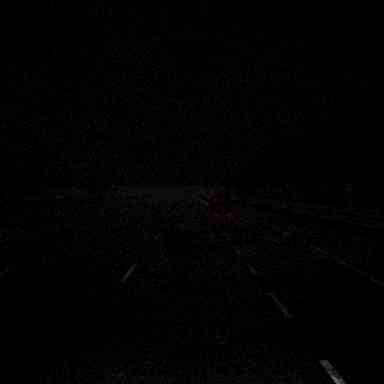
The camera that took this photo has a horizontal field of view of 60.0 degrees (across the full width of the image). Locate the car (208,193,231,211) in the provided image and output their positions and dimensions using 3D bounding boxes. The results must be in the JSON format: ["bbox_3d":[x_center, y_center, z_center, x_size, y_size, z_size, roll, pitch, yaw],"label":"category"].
[{"bbox_3d":[3.490,1.088,41.053,2.150,2.045,5.566,0,0,0],"label":"car"}]

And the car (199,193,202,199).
[{"bbox_3d":[3.479,1.521,86.556,1.895,1.301,4.718,0,0,0],"label":"car"}]

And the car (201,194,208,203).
[{"bbox_3d":[3.483,1.491,70.026,1.812,1.442,4.674,0,0,0],"label":"car"}]
